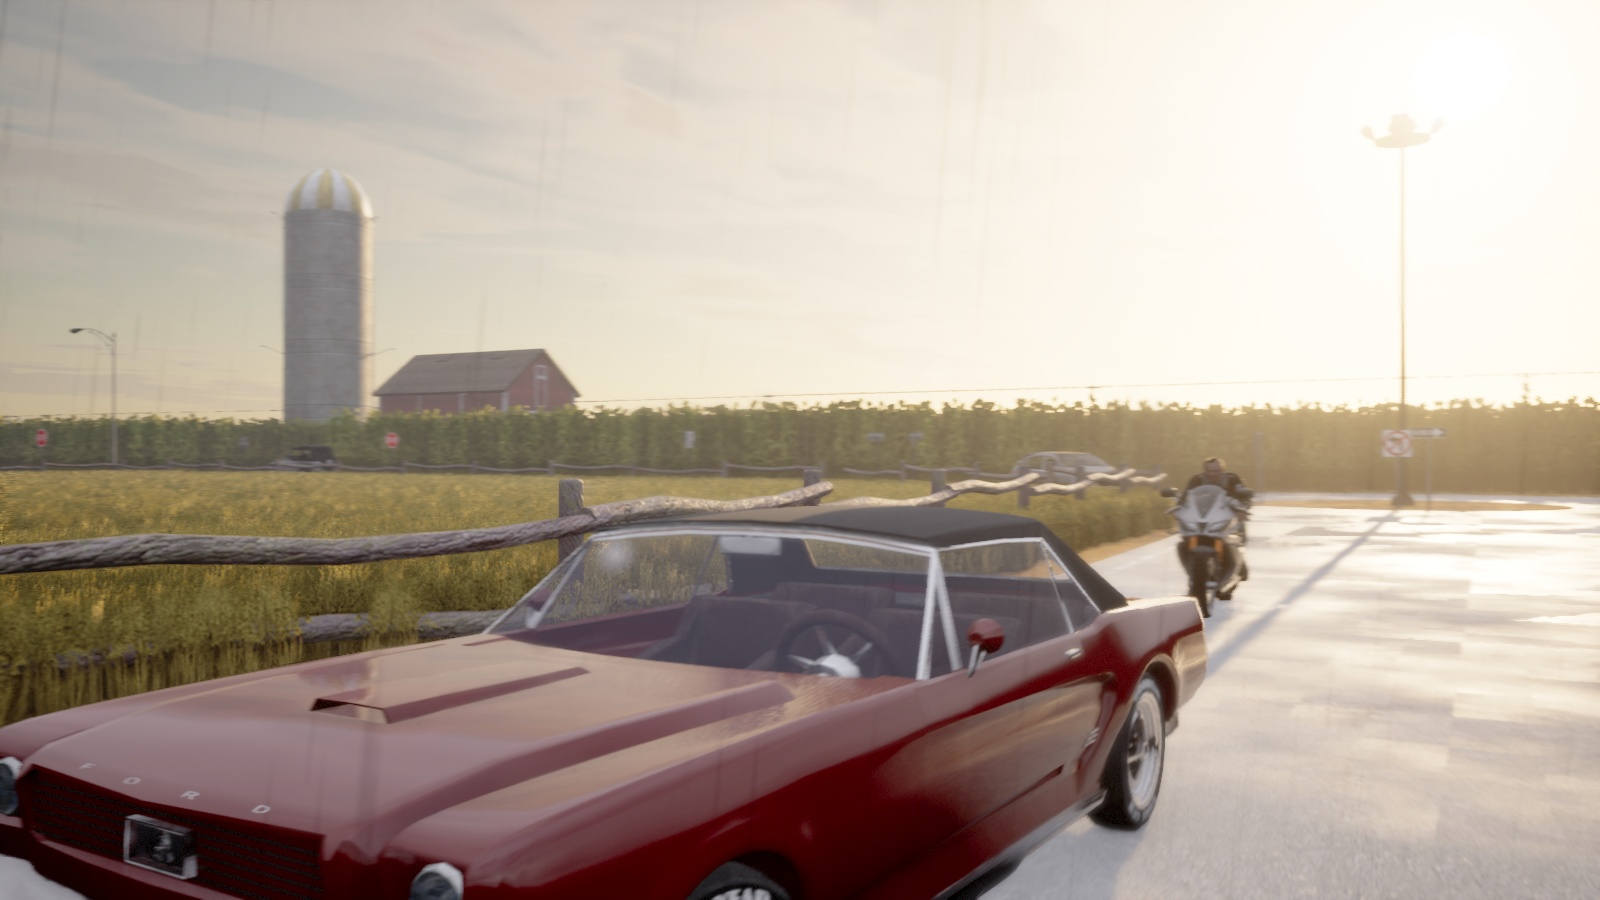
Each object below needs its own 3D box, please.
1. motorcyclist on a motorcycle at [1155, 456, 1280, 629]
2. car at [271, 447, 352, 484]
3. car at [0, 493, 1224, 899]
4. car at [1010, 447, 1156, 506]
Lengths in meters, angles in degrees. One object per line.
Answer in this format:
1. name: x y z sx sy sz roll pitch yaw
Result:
1. motorcyclist on a motorcycle: 4.138 0.830 12.336 0.866 1.530 2.191 0 0 26
2. car: -25.506 0.794 65.536 3.866 1.878 1.905 0 0 30
3. car: -0.106 0.870 4.320 1.895 1.301 4.718 0 0 32
4. car: 8.526 0.758 38.253 2.242 1.667 4.611 0 0 -19
